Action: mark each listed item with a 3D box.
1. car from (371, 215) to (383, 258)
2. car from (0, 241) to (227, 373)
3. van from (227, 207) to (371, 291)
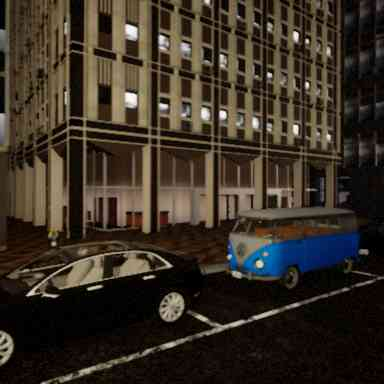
[{"bbox_3d":[7.245,1.526,11.902,4.313,1.339,1.947,0,1,-36],"label":"car"},{"bbox_3d":[-1.808,1.546,5.441,4.403,1.369,2.008,0,1,-36],"label":"car"},{"bbox_3d":[2.719,1.320,8.670,3.998,1.788,1.690,0,1,-36],"label":"van"}]
